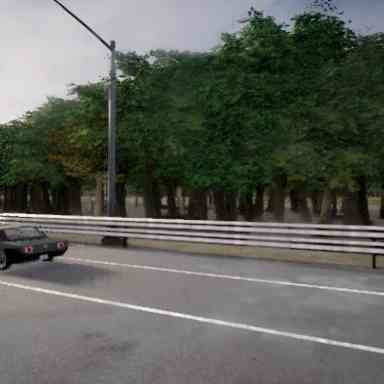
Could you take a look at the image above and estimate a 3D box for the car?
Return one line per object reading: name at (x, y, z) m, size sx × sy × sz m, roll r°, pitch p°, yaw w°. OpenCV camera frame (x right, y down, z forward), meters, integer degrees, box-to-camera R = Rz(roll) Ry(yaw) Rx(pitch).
car at (-6.745, 1.848, 11.830) m, size 4.718 × 1.301 × 1.895 m, roll -1°, pitch -2°, yaw 28°
